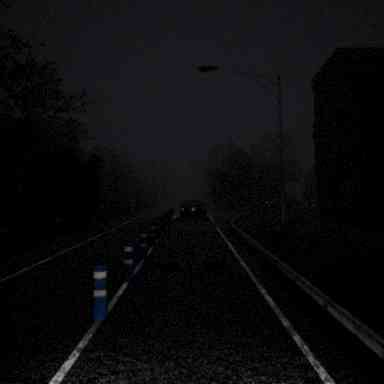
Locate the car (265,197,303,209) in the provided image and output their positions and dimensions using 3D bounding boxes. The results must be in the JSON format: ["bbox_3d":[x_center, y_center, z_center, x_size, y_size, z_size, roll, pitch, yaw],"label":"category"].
[{"bbox_3d":[11.008,1.419,39.671,5.008,1.535,1.882,1,-7,-31],"label":"car"}]

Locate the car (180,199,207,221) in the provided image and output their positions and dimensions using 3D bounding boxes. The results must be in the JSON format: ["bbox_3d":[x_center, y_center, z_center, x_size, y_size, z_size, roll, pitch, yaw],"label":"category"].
[{"bbox_3d":[0.071,1.369,27.506,2.097,1.767,4.553,-2,0,0],"label":"car"}]
